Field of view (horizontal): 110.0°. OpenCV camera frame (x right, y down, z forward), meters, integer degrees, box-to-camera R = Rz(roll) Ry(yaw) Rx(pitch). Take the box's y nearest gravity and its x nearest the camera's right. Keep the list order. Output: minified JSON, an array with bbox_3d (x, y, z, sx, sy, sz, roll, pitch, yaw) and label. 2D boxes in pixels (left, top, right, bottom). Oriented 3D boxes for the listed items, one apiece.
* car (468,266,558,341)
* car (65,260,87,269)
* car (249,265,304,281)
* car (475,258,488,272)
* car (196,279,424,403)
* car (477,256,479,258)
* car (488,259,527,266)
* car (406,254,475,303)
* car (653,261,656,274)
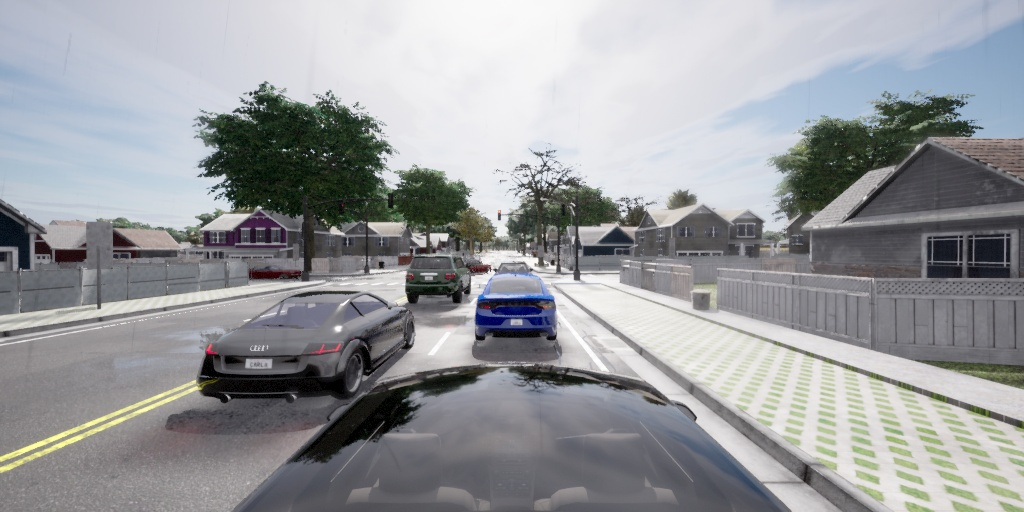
[{"bbox_3d":[0.087,1.212,9.897,1.882,1.535,5.008,0,0,0],"label":"car"},{"bbox_3d":[-34.362,1.216,29.840,4.553,1.767,2.097,0,1,5],"label":"car"},{"bbox_3d":[-19.290,1.367,28.984,4.718,1.301,1.895,0,1,5],"label":"car"},{"bbox_3d":[-3.887,1.182,35.159,1.895,1.301,4.718,0,1,29],"label":"car"},{"bbox_3d":[-3.158,1.308,6.479,1.994,1.385,4.181,0,0,0],"label":"car"},{"bbox_3d":[-6.672,0.710,54.246,2.097,1.767,4.553,0,1,0],"label":"car"},{"bbox_3d":[0.071,1.039,18.852,2.097,1.767,4.553,0,0,0],"label":"car"},{"bbox_3d":[-3.176,0.925,16.360,2.150,2.045,5.566,0,0,0],"label":"car"},{"bbox_3d":[12.668,1.091,32.544,4.718,1.301,1.895,0,1,1],"label":"car"}]
